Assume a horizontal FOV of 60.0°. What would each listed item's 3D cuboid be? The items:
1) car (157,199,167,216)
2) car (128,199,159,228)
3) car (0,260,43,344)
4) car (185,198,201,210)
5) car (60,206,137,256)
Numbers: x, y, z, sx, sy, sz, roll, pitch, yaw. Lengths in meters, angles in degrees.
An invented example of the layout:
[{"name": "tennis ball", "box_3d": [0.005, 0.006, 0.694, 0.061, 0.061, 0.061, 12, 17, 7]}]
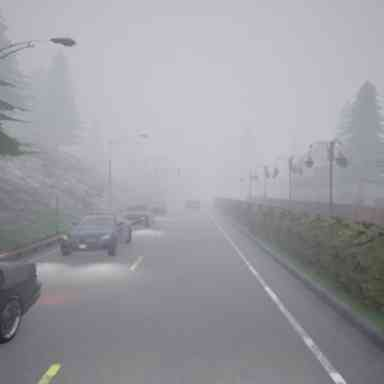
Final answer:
[{"name": "car", "box_3d": [-3.546, 1.460, 33.034, 1.882, 1.535, 5.008, 0, 0, 0]}, {"name": "car", "box_3d": [-3.581, 1.492, 22.395, 1.837, 1.490, 4.892, 0, 0, 0]}, {"name": "car", "box_3d": [-3.598, 1.546, 3.668, 2.033, 1.411, 5.357, 0, 0, 0]}, {"name": "car", "box_3d": [0.110, 1.455, 42.578, 1.882, 1.535, 5.008, 0, 0, 0]}, {"name": "car", "box_3d": [-3.585, 1.519, 13.259, 1.812, 1.442, 4.674, 0, 0, 0]}]
